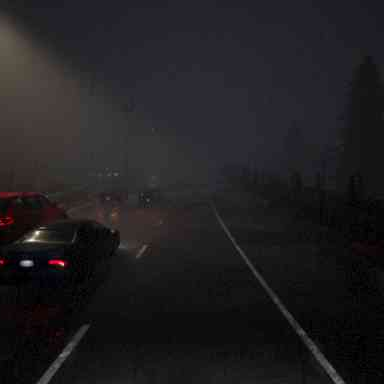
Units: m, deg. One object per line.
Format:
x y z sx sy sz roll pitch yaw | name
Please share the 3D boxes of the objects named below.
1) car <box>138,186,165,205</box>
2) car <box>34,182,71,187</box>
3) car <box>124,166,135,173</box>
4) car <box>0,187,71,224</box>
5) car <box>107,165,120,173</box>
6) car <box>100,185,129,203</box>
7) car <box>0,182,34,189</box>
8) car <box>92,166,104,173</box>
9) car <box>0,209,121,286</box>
-3.493 0.196 29.091 2.128 1.511 4.902 0 6 0 | car
-14.197 -0.342 34.650 1.994 1.385 4.181 0 7 0 | car
-14.229 -5.236 75.950 2.033 1.411 5.357 0 7 0 | car
-6.945 1.023 13.413 2.150 2.045 5.566 0 2 0 | car
-17.727 -5.340 75.399 2.097 1.767 4.553 0 7 0 | car
-6.994 0.131 30.064 1.812 1.442 4.674 0 6 0 | car
-17.697 -0.342 34.645 1.994 1.385 4.181 0 7 0 | car
-21.227 -5.192 75.375 1.837 1.490 4.892 0 7 0 | car
-3.441 1.473 9.442 2.033 1.411 5.357 0 1 0 | car
